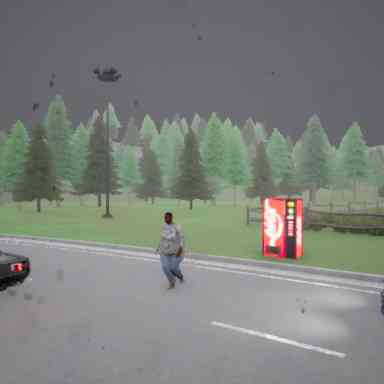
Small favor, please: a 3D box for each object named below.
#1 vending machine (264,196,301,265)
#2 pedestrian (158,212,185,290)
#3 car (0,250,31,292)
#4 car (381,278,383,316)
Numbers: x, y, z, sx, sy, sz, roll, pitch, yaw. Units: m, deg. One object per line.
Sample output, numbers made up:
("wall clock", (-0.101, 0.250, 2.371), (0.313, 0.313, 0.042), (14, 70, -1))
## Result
("vending machine", (2.982, 1.194, 10.958), (0.880, 2.100, 1.100), (0, 0, 33))
("pedestrian", (-0.450, 1.293, 7.612), (0.375, 1.860, 0.375), (0, 0, 33))
("car", (-5.894, 1.599, 7.479), (4.718, 1.301, 1.895), (0, 0, 30))
("car", (5.174, 1.526, 4.392), (4.674, 1.442, 1.812), (0, 0, 36))
